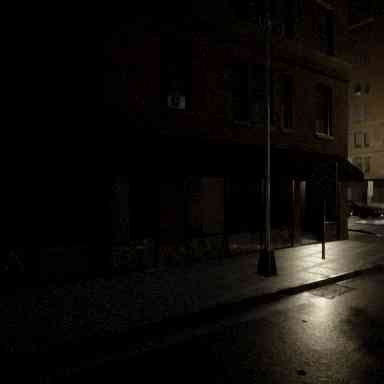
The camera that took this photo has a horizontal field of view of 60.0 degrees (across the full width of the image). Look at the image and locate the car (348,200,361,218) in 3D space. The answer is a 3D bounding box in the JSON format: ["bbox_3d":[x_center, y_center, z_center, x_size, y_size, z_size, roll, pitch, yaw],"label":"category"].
[{"bbox_3d":[9.964,1.279,25.649,1.837,1.490,4.892,0,1,-35],"label":"car"}]

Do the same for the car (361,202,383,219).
[{"bbox_3d":[12.877,1.327,27.203,2.033,1.411,5.357,0,1,-32],"label":"car"}]
